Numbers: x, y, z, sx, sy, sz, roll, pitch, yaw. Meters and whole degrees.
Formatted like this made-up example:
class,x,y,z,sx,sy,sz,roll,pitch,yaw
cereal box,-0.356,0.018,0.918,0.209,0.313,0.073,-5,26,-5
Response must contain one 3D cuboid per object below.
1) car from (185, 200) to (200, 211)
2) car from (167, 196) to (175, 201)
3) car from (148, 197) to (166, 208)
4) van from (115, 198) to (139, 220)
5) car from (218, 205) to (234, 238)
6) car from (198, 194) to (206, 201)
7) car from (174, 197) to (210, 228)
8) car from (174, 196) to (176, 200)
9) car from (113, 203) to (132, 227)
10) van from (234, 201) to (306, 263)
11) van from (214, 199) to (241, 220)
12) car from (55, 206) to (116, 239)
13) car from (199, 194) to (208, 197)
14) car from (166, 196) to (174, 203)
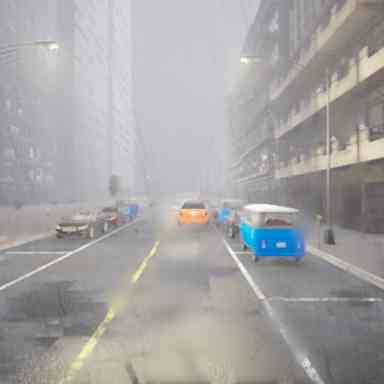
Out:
class,x,y,z,sx,sy,sz,roll,pitch,yaw
car,0.117,1.710,44.008,1.895,1.301,4.718,0,0,0
car,-5.644,1.721,90.943,2.008,1.369,4.403,1,0,0
car,-5.661,1.673,51.421,2.008,1.369,4.403,1,0,0
van,-5.669,1.420,28.837,1.690,1.788,3.998,1,0,0
car,2.705,1.600,17.566,2.008,1.369,4.403,1,0,0
car,2.739,1.484,90.969,2.192,1.841,5.009,1,0,0
car,0.108,1.416,22.935,2.097,1.767,4.553,0,0,0
car,-5.650,1.711,79.652,2.008,1.369,4.403,1,0,0
car,-5.674,1.647,23.190,1.802,1.307,4.206,1,0,0
van,2.704,1.375,11.919,1.690,1.788,3.998,1,0,0
van,2.710,1.405,23.212,1.690,1.788,3.998,1,0,0
car,-5.676,1.601,17.544,2.008,1.369,4.403,1,0,0
car,2.728,1.586,68.385,1.967,1.590,4.097,1,0,0
car,-5.652,1.680,73.835,1.752,1.417,4.829,1,0,0
